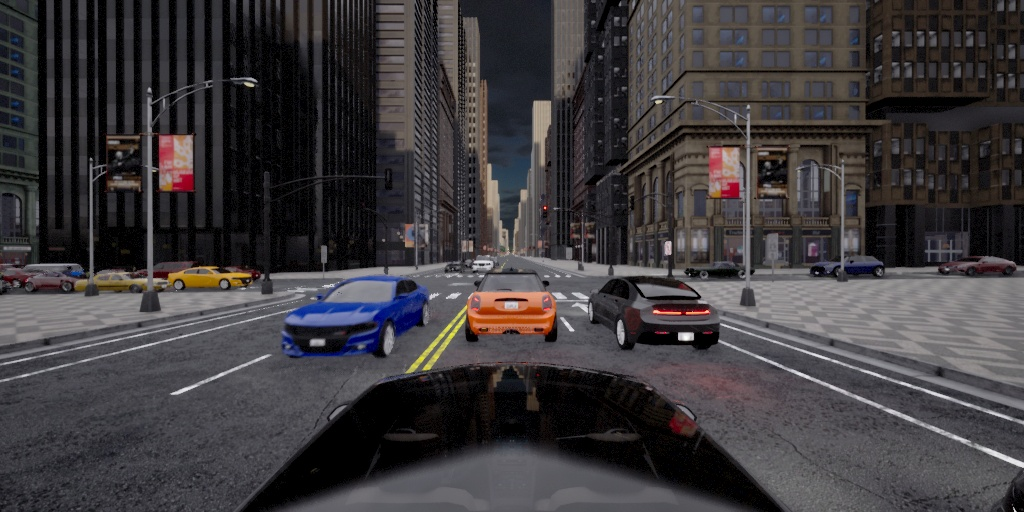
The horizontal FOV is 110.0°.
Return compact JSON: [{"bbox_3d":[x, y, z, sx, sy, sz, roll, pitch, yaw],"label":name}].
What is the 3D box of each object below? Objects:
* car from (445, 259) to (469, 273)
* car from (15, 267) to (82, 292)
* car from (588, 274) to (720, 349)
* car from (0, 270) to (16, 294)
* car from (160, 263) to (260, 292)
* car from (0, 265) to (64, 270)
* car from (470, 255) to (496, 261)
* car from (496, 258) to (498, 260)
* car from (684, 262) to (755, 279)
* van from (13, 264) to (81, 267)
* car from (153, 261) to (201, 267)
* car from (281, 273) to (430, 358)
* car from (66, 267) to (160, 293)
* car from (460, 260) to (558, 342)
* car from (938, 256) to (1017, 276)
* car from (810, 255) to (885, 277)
[{"bbox_3d":[-6.697,1.295,42.515,1.994,1.385,4.181,0,0,0],"label":"car"},{"bbox_3d":[-30.780,1.711,24.819,4.181,1.385,1.994,-1,0,1],"label":"car"},{"bbox_3d":[3.235,1.254,9.102,1.837,1.490,4.892,0,0,0],"label":"car"},{"bbox_3d":[-33.822,1.751,22.145,4.403,1.370,2.007,0,0,0],"label":"car"},{"bbox_3d":[-20.782,1.489,24.807,5.008,1.535,1.882,-1,0,0],"label":"car"},{"bbox_3d":[-38.900,1.721,28.002,5.008,1.535,1.882,-1,0,0],"label":"car"},{"bbox_3d":[-3.449,0.952,43.358,2.150,2.045,5.566,0,0,0],"label":"car"},{"bbox_3d":[-3.468,1.284,54.451,1.994,1.385,4.181,0,0,0],"label":"car"},{"bbox_3d":[16.092,1.100,28.043,4.718,1.301,1.895,-1,0,0],"label":"car"},{"bbox_3d":[-39.303,1.578,30.689,3.998,1.789,1.690,0,0,0],"label":"van"},{"bbox_3d":[-29.128,1.414,30.680,5.009,1.841,2.192,0,0,0],"label":"car"},{"bbox_3d":[-3.365,1.226,8.693,1.882,1.535,5.008,0,0,0],"label":"car"},{"bbox_3d":[-23.880,1.593,22.147,4.829,1.417,1.751,0,0,0],"label":"car"},{"bbox_3d":[-0.007,1.101,9.963,2.097,1.767,4.553,0,0,0],"label":"car"},{"bbox_3d":[36.379,0.754,28.051,4.674,1.442,1.812,-1,0,0],"label":"car"},{"bbox_3d":[26.106,0.717,28.052,4.553,1.767,2.097,-1,0,0],"label":"car"}]
